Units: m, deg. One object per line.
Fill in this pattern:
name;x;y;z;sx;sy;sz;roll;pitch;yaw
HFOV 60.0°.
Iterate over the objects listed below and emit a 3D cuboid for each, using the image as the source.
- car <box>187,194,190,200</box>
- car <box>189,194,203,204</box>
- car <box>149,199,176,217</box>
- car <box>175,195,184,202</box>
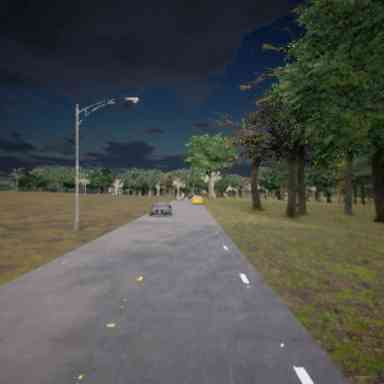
car;-0.034;1.161;78.643;1.837;1.490;4.892;0;0;0
car;0.936;1.426;60.107;1.882;1.535;5.008;0;0;0
car;-2.858;1.597;31.394;1.994;1.385;4.181;0;0;0
car;-2.783;1.373;73.378;2.128;1.511;4.902;0;0;0
